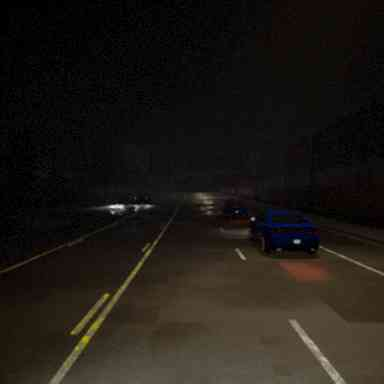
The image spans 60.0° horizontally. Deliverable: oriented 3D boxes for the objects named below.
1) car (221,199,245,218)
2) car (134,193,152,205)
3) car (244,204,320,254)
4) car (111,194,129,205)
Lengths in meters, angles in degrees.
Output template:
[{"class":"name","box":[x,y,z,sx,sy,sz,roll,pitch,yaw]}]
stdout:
[{"class":"car","box":[3.569,1.352,28.580,1.882,1.535,5.008,0,1,1]},{"class":"car","box":[-7.063,0.890,48.278,2.097,1.767,4.553,0,1,0]},{"class":"car","box":[3.562,1.491,13.670,1.882,1.535,5.008,0,1,1]},{"class":"car","box":[-10.563,1.017,48.854,2.128,1.511,4.902,0,1,0]}]
